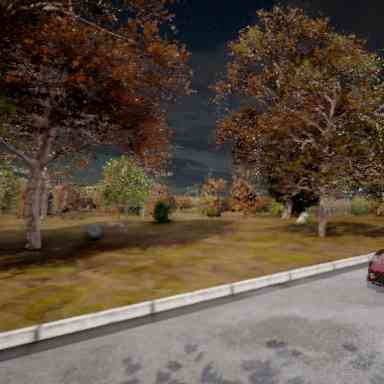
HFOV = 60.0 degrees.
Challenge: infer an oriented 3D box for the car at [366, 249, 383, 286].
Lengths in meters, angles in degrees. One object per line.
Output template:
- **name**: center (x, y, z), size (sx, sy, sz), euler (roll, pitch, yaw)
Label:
- **car**: center (6.059, 1.563, 8.007), size (4.181, 1.385, 1.994), euler (0, 0, -35)
